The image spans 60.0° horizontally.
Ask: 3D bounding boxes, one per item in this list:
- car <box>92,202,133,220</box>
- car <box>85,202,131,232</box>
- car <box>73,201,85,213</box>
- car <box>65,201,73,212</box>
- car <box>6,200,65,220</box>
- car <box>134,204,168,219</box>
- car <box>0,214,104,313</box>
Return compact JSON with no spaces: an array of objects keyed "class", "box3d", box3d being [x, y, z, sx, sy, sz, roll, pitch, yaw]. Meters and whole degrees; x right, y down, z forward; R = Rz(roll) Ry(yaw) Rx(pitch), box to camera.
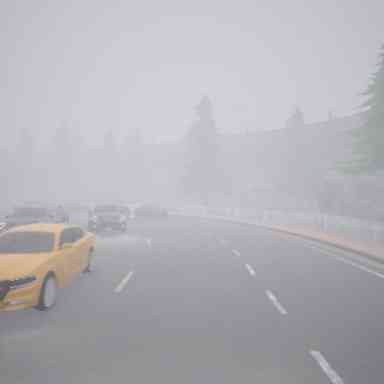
[{"class":"car","box3d":[-7.777,1.775,32.238,1.837,1.490,4.892,0,-1,-42]},{"class":"car","box3d":[-5.402,1.527,20.927,2.097,1.767,4.553,0,0,-19]},{"class":"car","box3d":[-14.977,1.878,42.158,4.674,1.442,1.812,0,0,28]},{"class":"car","box3d":[-8.972,1.386,21.319,1.994,1.385,4.181,0,-1,-23]},{"class":"car","box3d":[-7.967,1.492,16.615,2.097,1.767,4.553,0,-1,-12]},{"class":"car","box3d":[-4.097,1.837,32.707,1.994,1.385,4.181,0,-1,-36]},{"class":"car","box3d":[-3.758,1.547,8.102,1.882,1.535,5.008,0,0,-2]}]
